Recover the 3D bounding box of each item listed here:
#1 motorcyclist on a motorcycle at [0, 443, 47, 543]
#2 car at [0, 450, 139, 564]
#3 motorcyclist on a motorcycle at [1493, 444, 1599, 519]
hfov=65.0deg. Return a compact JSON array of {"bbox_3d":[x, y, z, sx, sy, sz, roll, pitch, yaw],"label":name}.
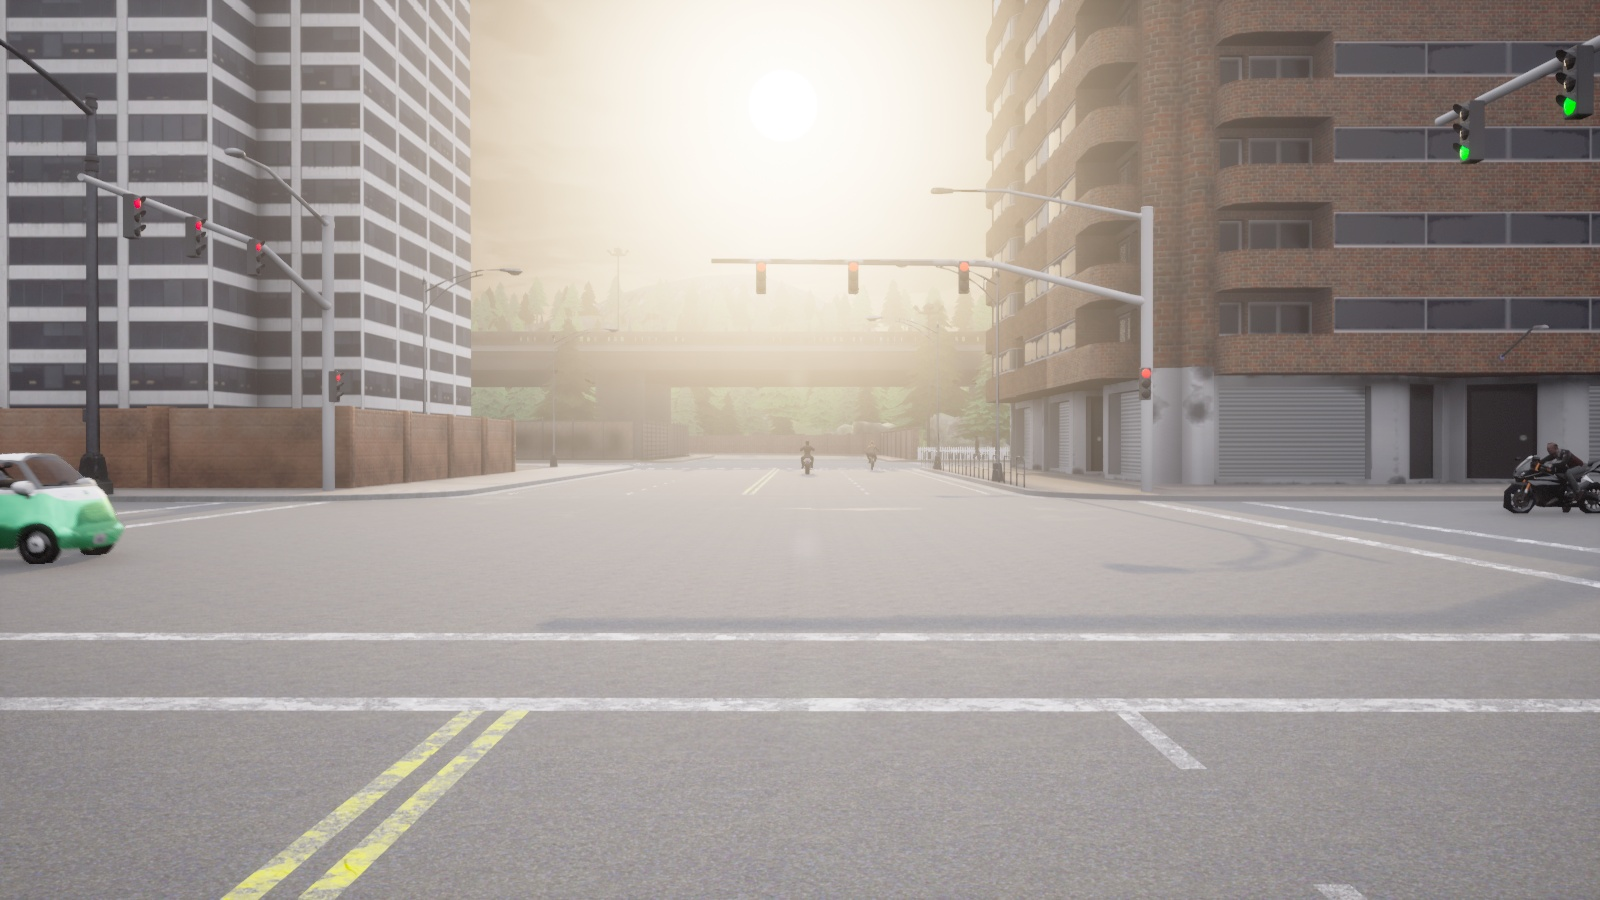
[{"bbox_3d":[-13.135,0.659,19.648,2.191,1.530,0.866,0,0,1],"label":"motorcyclist on a motorcycle"},{"bbox_3d":[-9.983,0.702,16.113,2.207,1.376,1.481,0,0,1],"label":"car"},{"bbox_3d":[15.862,0.645,26.328,2.191,1.530,0.866,0,0,1],"label":"motorcyclist on a motorcycle"}]
